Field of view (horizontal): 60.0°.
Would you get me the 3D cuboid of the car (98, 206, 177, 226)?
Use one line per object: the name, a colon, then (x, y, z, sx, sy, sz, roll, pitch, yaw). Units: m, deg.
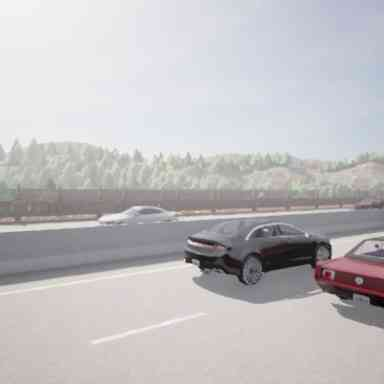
car: (-2.991, 1.546, 19.043, 4.674, 1.442, 1.812, 0, 0, -36)

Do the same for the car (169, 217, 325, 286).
car: (2.065, 1.509, 9.524, 4.902, 1.511, 2.128, 0, 0, -36)

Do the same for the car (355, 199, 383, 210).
car: (22.218, 1.581, 41.396, 5.008, 1.535, 1.882, 0, 0, -36)

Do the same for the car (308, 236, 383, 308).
car: (4.818, 1.621, 7.188, 4.718, 1.301, 1.895, 0, 0, -36)
